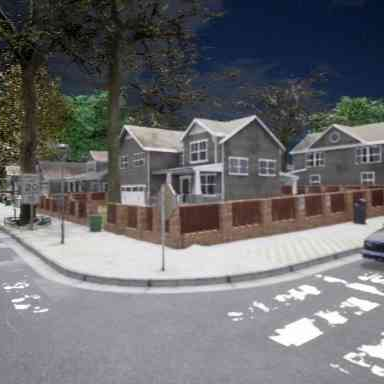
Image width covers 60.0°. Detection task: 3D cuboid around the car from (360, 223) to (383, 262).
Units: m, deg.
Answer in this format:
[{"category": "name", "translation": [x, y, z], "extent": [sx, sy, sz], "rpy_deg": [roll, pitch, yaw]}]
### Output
[{"category": "car", "translation": [6.901, 1.125, 9.348], "extent": [5.357, 1.411, 2.033], "rpy_deg": [-3, 2, -36]}]
